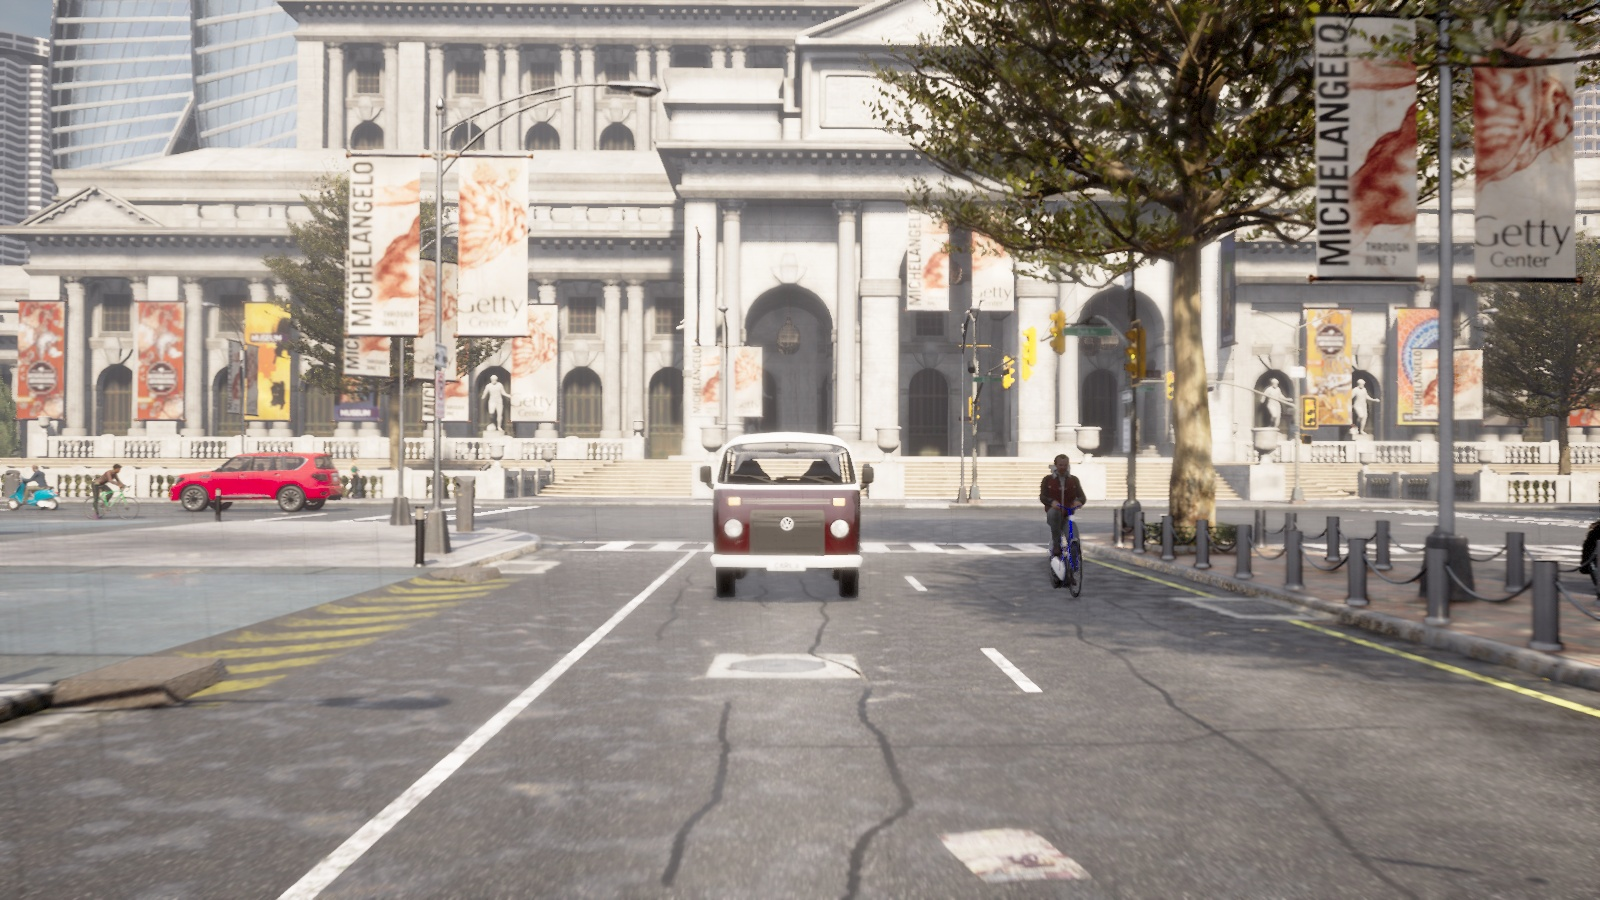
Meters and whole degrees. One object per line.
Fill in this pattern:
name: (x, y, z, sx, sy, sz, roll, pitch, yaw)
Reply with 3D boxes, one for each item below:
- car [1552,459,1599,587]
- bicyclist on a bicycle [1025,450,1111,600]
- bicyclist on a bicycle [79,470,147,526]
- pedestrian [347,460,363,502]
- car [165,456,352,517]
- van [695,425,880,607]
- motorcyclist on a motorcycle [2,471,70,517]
car: (11.309, 0.916, 14.715, 2.033, 1.649, 4.856, 0, -1, 0)
bicyclist on a bicycle: (3.348, 0.905, 15.834, 0.659, 1.776, 1.843, 0, -1, 0)
bicyclist on a bicycle: (-20.093, 1.391, 36.742, 1.656, 1.620, 0.582, 0, -1, 0)
pedestrian: (-19.505, 1.365, 55.034, 0.594, 1.836, 0.345, 0, -1, 9)
car: (-18.791, 1.256, 43.775, 5.566, 2.045, 2.150, 0, -1, 0)
van: (-0.157, 0.781, 16.359, 2.069, 2.038, 4.480, 0, -1, 0)
motorcyclist on a motorcycle: (-26.575, 1.520, 43.701, 1.817, 1.590, 0.866, 0, -1, 0)
